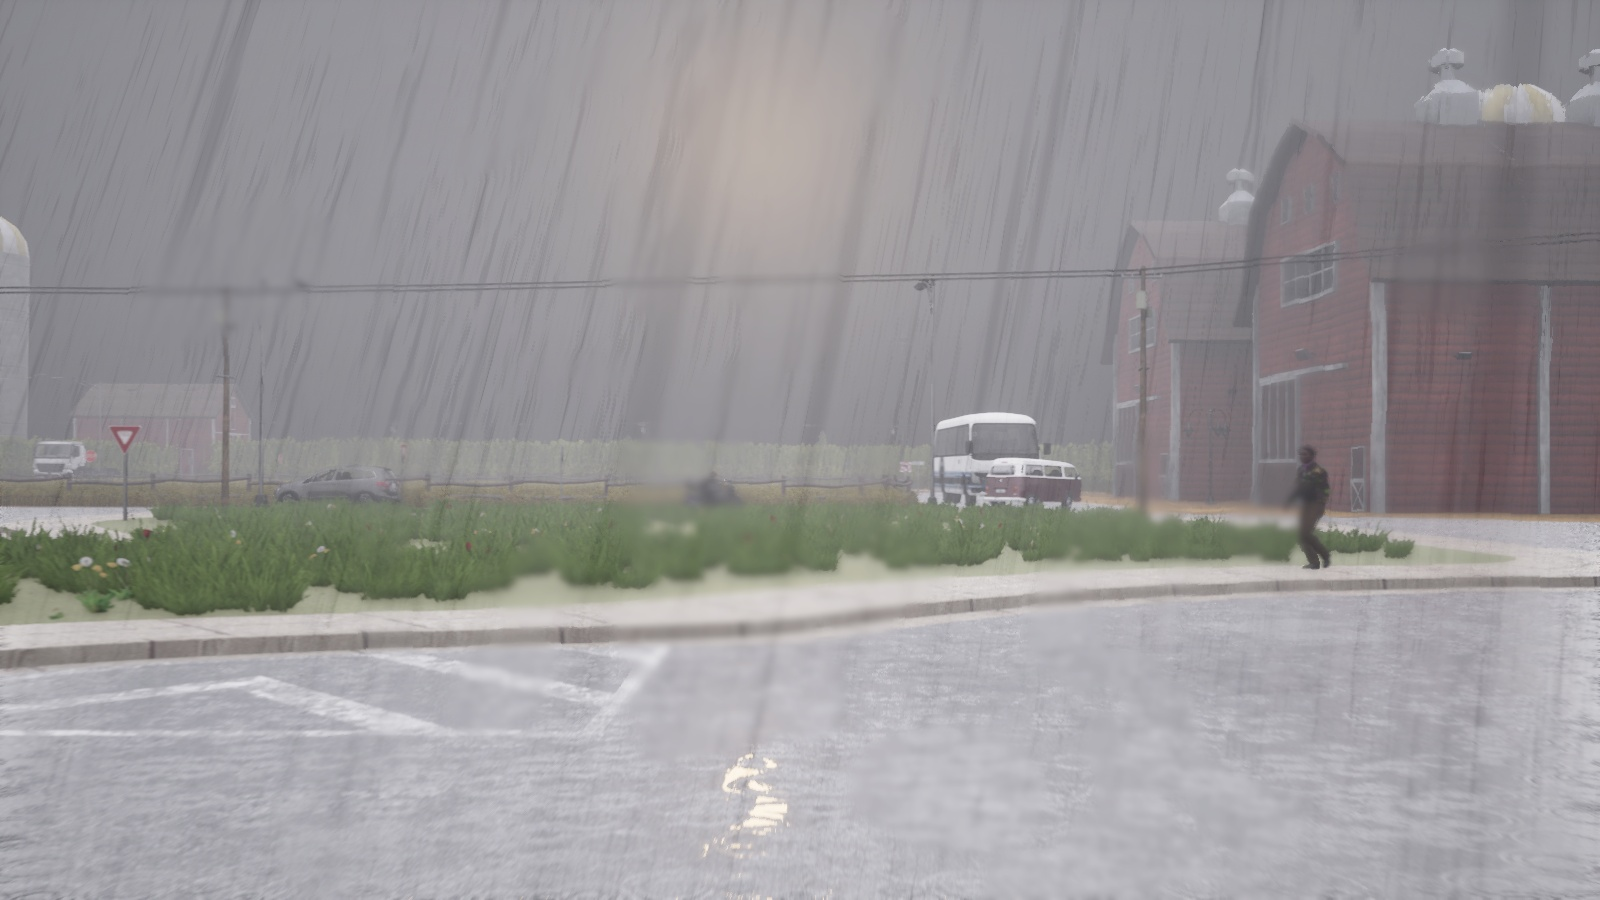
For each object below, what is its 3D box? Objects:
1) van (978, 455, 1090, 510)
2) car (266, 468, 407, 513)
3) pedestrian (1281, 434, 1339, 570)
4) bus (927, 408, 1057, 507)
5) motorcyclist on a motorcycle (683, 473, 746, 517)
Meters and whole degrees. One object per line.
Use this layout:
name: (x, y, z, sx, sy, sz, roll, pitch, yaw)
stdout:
van: (9.213, 1.303, 49.216, 4.480, 2.038, 2.069, 3, -3, -43)
car: (-17.682, 1.525, 48.084, 4.611, 1.667, 2.242, 0, -1, -1)
pedestrian: (7.358, 0.742, 18.120, 0.692, 1.930, 0.395, 0, -1, -27)
bus: (8.791, 0.385, 59.219, 3.944, 4.253, 10.273, 0, -1, -3)
motorcyclist on a motorcycle: (-3.049, 1.604, 44.794, 2.191, 1.530, 0.866, 0, -1, 0)
